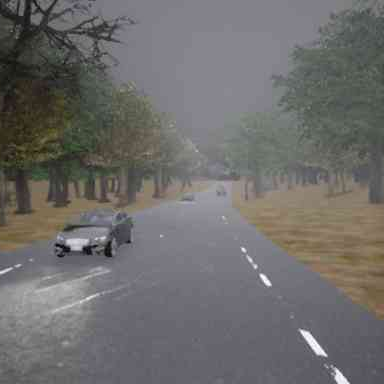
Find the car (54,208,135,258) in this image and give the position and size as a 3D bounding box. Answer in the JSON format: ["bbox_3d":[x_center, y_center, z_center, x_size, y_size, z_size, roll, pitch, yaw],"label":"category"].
[{"bbox_3d":[-3.397,1.397,12.411,2.128,1.511,4.902,0,1,2],"label":"car"}]

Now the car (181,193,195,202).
[{"bbox_3d":[-0.537,0.837,54.103,2.033,1.411,5.357,0,1,7],"label":"car"}]

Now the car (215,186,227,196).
[{"bbox_3d":[6.866,0.017,76.096,2.097,1.767,4.553,0,2,7],"label":"car"}]
